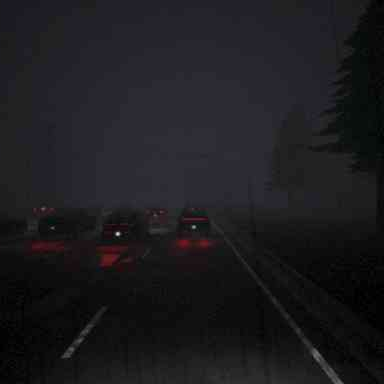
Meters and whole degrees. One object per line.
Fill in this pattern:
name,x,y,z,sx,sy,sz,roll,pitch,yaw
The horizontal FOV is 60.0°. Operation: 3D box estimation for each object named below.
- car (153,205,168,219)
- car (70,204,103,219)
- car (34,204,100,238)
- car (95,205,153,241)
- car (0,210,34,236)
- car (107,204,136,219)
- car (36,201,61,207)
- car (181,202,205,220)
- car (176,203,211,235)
car,-3.418,1.902,32.956,1.895,1.301,4.718,0,-1,0
car,-10.417,1.904,33.263,1.895,1.301,4.718,0,-1,-1
car,-6.899,1.651,18.949,1.882,1.535,5.008,0,0,0
car,-3.400,1.669,17.674,1.837,1.490,4.892,0,0,0
car,-10.399,1.758,17.161,1.895,1.301,4.718,0,0,0
car,-6.917,1.903,33.098,1.895,1.301,4.718,0,-1,0
car,-13.926,1.657,33.189,2.097,1.767,4.553,0,0,0
car,0.077,1.791,32.874,2.128,1.511,4.902,0,-1,0
car,0.100,1.674,20.064,2.128,1.511,4.902,0,-1,0
